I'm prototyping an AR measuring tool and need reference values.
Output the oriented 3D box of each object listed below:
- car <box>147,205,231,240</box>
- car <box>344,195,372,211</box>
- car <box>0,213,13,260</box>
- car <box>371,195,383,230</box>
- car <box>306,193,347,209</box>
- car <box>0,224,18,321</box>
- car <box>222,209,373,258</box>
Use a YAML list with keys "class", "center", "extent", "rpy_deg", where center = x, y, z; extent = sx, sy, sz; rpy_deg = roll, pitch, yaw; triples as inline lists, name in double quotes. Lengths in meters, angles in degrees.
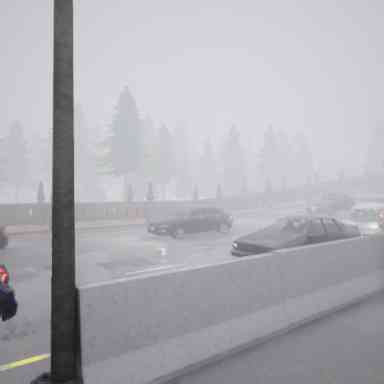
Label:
- class: "car"
  center: [0.008, 1.482, 17.278]
  extent: [4.892, 1.490, 1.837]
  rpy_deg: [-1, 0, -37]
- class: "car"
  center: [12.509, 0.952, 22.376]
  extent: [4.674, 1.442, 1.812]
  rpy_deg: [-5, 3, -37]
- class: "car"
  center: [-8.640, 1.512, 10.614]
  extent: [4.892, 1.490, 1.837]
  rpy_deg: [1, 0, -38]
- class: "car"
  center: [11.693, 1.005, 17.422]
  extent: [4.553, 1.767, 2.097]
  rpy_deg: [-4, 2, -37]
- class: "car"
  center: [10.701, 0.887, 25.477]
  extent: [4.902, 1.511, 2.128]
  rpy_deg: [-5, 3, -37]
- class: "car"
  center: [-5.038, 1.353, 4.553]
  extent: [4.553, 1.767, 2.097]
  rpy_deg: [0, 0, -38]
- class: "car"
  center: [3.778, 1.528, 11.347]
  extent: [5.357, 1.411, 2.033]
  rpy_deg: [-1, 0, -37]
